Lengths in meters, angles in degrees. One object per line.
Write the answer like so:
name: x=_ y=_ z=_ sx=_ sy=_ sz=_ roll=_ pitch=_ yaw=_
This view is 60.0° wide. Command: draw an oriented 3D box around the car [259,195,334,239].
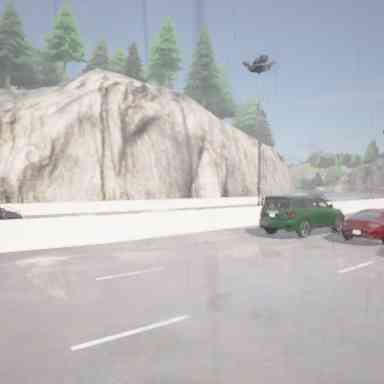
car: x=5.826 y=1.172 z=17.374 sx=5.566 sy=2.045 sz=2.150 roll=0 pitch=0 yaw=-40

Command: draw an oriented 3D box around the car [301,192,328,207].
car: x=18.638 y=1.064 z=50.563 sx=2.150 sy=2.045 sz=5.566 roll=0 pitch=0 yaw=40

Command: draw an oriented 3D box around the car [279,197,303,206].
car: x=15.604 y=1.461 z=52.377 sx=1.895 sy=1.301 sz=4.718 roll=0 pitch=0 yaw=40

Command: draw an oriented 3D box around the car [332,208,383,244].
car: x=8.484 y=1.463 z=15.083 sx=4.674 sy=1.442 sz=1.812 roll=0 pitch=0 yaw=-40

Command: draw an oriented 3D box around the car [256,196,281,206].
car: x=12.514 y=1.381 z=54.166 sx=1.837 sy=1.490 sz=4.892 roll=0 pitch=0 yaw=40

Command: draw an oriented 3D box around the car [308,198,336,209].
car: x=16.950 y=1.462 z=43.225 sx=1.895 sy=1.301 sz=4.718 roll=0 pitch=0 yaw=42
